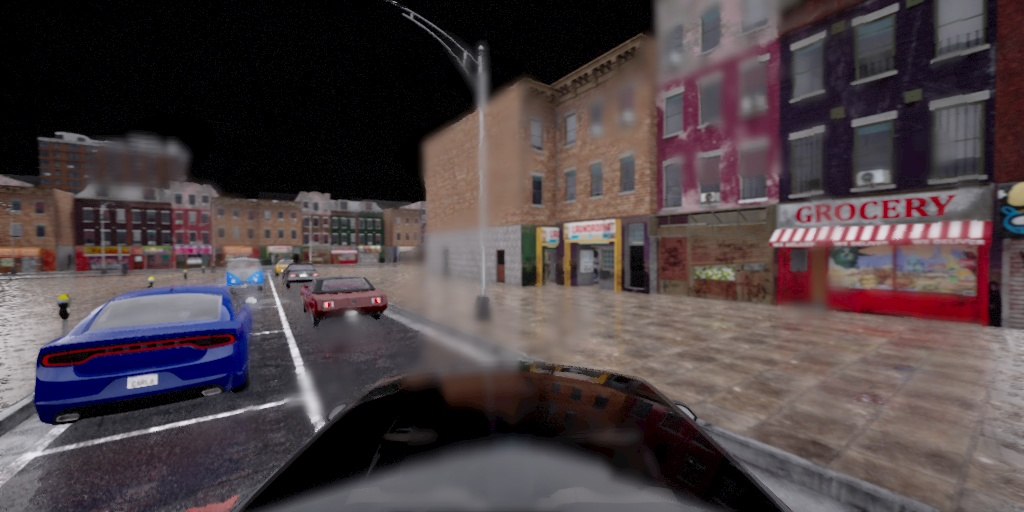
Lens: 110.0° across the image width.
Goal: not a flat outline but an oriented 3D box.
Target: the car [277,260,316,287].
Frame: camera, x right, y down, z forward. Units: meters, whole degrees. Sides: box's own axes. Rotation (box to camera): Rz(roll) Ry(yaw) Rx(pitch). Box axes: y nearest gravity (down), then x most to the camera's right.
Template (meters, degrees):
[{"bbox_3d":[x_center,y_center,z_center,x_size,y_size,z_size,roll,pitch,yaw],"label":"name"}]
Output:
[{"bbox_3d":[-13.648,1.174,23.115,2.033,1.411,5.357,-1,1,-35],"label":"car"}]

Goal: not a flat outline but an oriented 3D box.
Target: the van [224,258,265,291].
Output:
[{"bbox_3d":[-14.845,1.018,20.068,1.690,1.789,3.998,0,0,-35],"label":"van"}]

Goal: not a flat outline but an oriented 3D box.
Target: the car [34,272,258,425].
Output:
[{"bbox_3d":[-5.528,1.231,6.022,1.882,1.535,5.008,-1,1,-35],"label":"car"}]

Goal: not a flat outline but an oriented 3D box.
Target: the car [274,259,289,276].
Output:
[{"bbox_3d":[-22.023,1.031,34.962,1.801,1.575,5.366,-1,1,-35],"label":"car"}]

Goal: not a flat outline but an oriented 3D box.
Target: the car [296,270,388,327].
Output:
[{"bbox_3d":[-5.583,1.284,11.548,1.895,1.301,4.718,-1,1,-35],"label":"car"}]
